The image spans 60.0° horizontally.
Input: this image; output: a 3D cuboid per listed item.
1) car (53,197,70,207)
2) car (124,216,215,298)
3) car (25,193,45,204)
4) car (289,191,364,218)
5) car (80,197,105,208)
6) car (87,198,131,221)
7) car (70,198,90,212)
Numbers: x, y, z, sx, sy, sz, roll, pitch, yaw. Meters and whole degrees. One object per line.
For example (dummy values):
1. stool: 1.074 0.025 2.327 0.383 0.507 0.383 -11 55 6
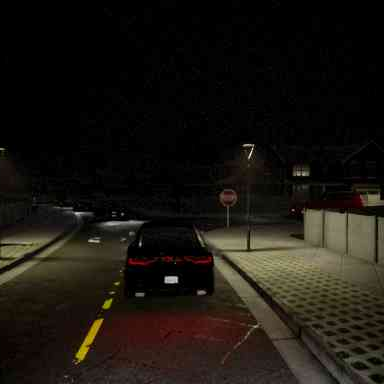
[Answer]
1. car: -19.293 1.452 49.685 1.882 1.535 5.008 0 0 -35
2. car: -0.636 1.474 8.626 1.882 1.535 5.008 0 0 -6
3. car: -29.367 1.282 61.855 2.150 2.045 5.566 0 0 -45
4. car: 10.461 0.994 25.847 5.566 2.045 2.150 -1 0 -9
5. car: -14.236 1.507 47.544 2.033 1.411 5.357 0 0 -33
6. car: -6.642 1.484 27.147 1.837 1.490 4.892 -1 0 -35
7. car: -12.596 1.495 38.542 1.812 1.442 4.674 0 0 -28
